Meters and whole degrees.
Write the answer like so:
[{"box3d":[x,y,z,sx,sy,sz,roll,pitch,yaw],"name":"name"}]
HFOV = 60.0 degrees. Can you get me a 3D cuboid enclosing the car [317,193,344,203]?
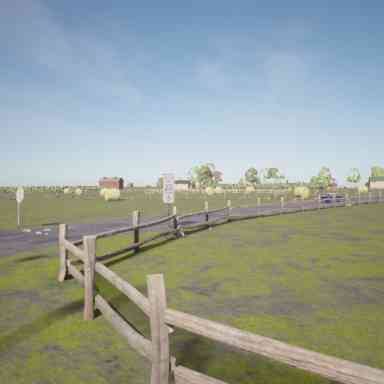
[{"box3d":[19.403,0.798,46.652,4.718,1.301,1.895,-1,1,-44],"name":"car"}]
